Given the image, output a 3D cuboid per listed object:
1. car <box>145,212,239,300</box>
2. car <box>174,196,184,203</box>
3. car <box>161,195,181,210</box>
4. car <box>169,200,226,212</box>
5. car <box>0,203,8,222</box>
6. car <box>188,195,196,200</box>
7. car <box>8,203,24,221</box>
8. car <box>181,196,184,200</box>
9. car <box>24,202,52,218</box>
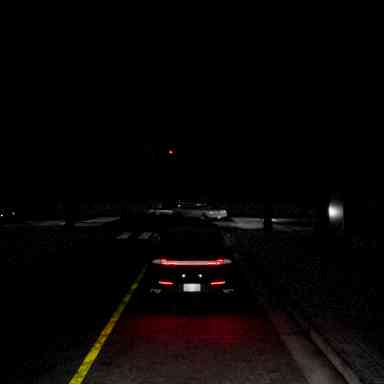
[{"bbox_3d":[0.002,1.492,8.362,2.128,1.511,4.902,0,0,0],"label":"car"},{"bbox_3d":[-2.738,1.486,69.345,1.994,1.385,4.181,0,0,0],"label":"car"},{"bbox_3d":[-2.843,1.521,42.699,2.033,1.411,5.357,0,0,0],"label":"car"},{"bbox_3d":[0.530,1.592,26.677,1.895,1.301,4.718,0,0,-42],"label":"car"},{"bbox_3d":[-14.766,1.540,21.513,4.313,1.339,1.947,0,0,0],"label":"car"},{"bbox_3d":[0.014,1.451,81.385,1.812,1.442,4.674,0,0,0],"label":"car"},{"bbox_3d":[-15.680,1.209,24.055,5.566,2.045,2.150,0,0,0],"label":"car"},{"bbox_3d":[-2.823,1.305,57.053,2.097,1.767,4.553,0,0,0],"label":"car"},{"bbox_3d":[-14.759,1.581,29.540,4.313,1.339,1.947,0,0,0],"label":"car"}]
